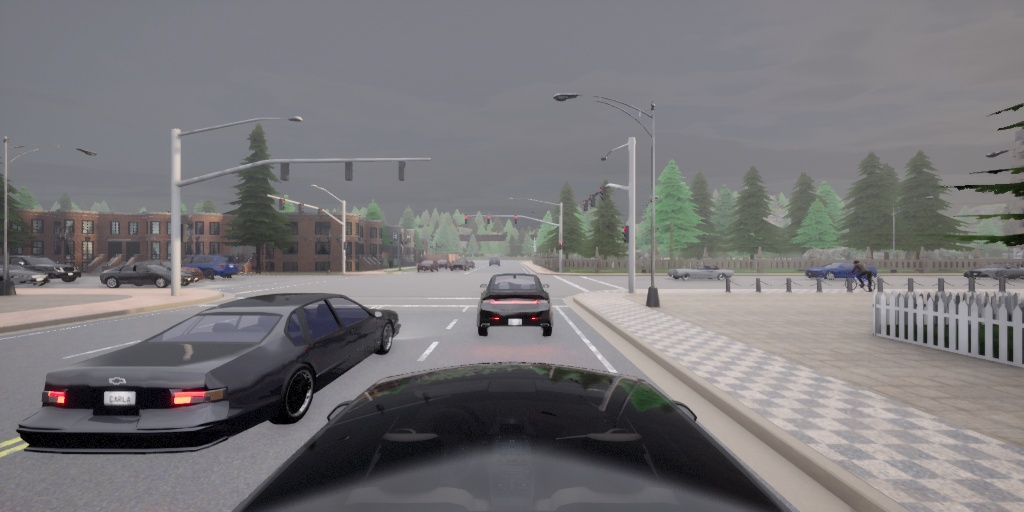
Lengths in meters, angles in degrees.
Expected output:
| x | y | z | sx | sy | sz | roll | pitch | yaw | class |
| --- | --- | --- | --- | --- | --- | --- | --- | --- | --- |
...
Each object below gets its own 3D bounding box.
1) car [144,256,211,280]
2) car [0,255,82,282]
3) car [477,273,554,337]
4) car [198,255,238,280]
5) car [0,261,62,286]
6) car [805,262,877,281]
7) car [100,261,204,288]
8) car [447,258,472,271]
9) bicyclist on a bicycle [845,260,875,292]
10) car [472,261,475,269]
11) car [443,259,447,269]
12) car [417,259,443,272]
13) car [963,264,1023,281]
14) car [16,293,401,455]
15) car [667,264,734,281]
| x | y | z | sx | sy | sz | roll | pitch | yaw | class |
| --- | --- | --- | --- | --- | --- | --- | --- | --- | --- |
| -25.593 | 1.102 | 26.433 | 4.553 | 1.767 | 2.097 | 0 | 0 | -2 | car |
| -35.173 | 0.971 | 26.036 | 5.566 | 2.045 | 2.150 | 0 | 0 | -6 | car |
| 0.081 | 1.242 | 10.337 | 2.128 | 1.511 | 4.902 | 0 | 0 | 0 | car |
| -26.294 | 0.971 | 30.202 | 5.566 | 2.045 | 2.150 | 0 | 0 | 0 | car |
| -32.555 | 1.242 | 22.709 | 4.902 | 1.511 | 2.128 | 0 | 0 | -4 | car |
| 27.254 | 1.228 | 29.801 | 5.008 | 1.535 | 1.882 | 0 | 0 | 0 | car |
| -23.190 | 1.255 | 22.950 | 4.892 | 1.490 | 1.837 | 0 | 0 | -3 | car |
| -7.065 | 1.102 | 48.928 | 2.097 | 1.767 | 4.553 | 0 | 0 | 0 | car |
| 18.248 | 1.052 | 18.826 | 0.582 | 1.620 | 1.656 | 0 | 0 | 0 | bicyclist on a bicycle |
| -7.064 | 1.314 | 57.566 | 1.994 | 1.385 | 4.181 | 0 | 0 | 0 | car |
| -10.585 | 1.228 | 54.985 | 1.882 | 1.535 | 5.008 | 0 | 0 | 0 | car |
| -10.581 | 1.228 | 45.534 | 1.882 | 1.535 | 5.008 | 0 | 0 | 0 | car |
| 40.465 | 1.314 | 29.759 | 4.181 | 1.385 | 1.994 | 0 | 0 | 0 | car |
| -3.437 | 1.297 | 5.669 | 2.033 | 1.411 | 5.357 | 0 | 0 | 0 | car |
| 15.560 | 1.351 | 29.812 | 4.718 | 1.301 | 1.895 | 0 | 0 | 0 | car |
